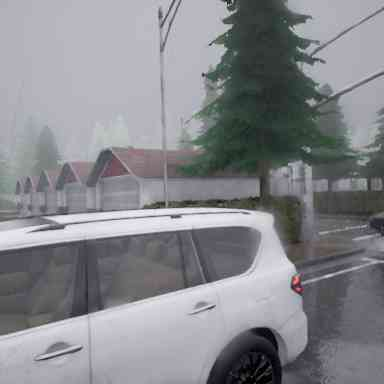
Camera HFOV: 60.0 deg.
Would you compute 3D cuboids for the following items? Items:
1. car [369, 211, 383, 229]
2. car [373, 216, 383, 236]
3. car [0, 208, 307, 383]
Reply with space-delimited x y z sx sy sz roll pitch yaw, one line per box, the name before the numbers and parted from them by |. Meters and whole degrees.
car | 10.540 1.309 15.042 1.812 1.442 4.674 -3 0 -35
car | 6.744 1.349 8.552 4.181 1.385 1.994 0 -1 -37
car | -1.338 1.241 3.035 5.566 2.045 2.150 -1 0 -34
